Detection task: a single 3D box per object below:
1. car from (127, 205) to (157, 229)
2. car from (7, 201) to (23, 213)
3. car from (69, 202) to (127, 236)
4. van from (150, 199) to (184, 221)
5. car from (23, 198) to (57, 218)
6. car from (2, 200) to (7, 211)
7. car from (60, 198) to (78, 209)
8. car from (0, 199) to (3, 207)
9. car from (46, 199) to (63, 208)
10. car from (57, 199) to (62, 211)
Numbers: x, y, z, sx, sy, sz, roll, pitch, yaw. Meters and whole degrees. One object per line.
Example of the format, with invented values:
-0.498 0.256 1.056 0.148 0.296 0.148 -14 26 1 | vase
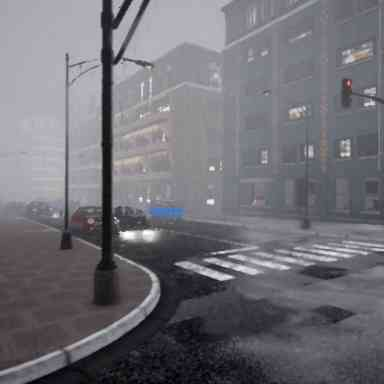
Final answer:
-4.321 1.699 22.033 1.994 1.385 4.181 0 -1 -33 | car
-21.860 1.927 42.423 2.008 1.369 4.403 -1 0 -36 | car
-5.646 1.552 19.358 1.967 1.590 4.097 -1 0 -33 | car
-2.299 1.526 28.759 1.690 1.788 3.998 -1 0 -34 | van
-15.266 1.710 33.274 1.967 1.590 4.097 -1 0 -35 | car
-25.071 1.953 46.825 1.752 1.417 4.829 -1 0 -36 | car
-18.602 1.996 51.624 2.008 1.369 4.403 -1 0 -36 | car
-35.038 2.028 60.629 1.967 1.590 4.097 -1 0 -36 | car
-25.144 2.096 60.786 1.887 1.381 4.507 -1 0 -36 | car
-18.679 1.953 42.671 1.895 1.301 4.718 0 -1 -36 | car
